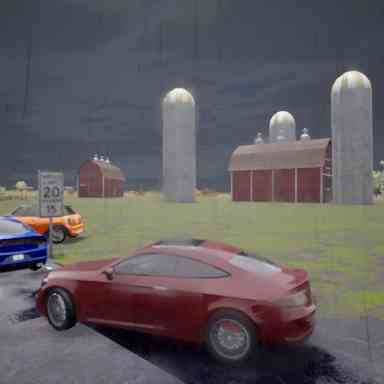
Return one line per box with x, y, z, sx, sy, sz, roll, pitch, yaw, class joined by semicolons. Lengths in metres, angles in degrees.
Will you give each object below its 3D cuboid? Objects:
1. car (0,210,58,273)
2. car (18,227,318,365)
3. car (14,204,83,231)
-6.156;1.481;9.968;5.008;1.535;1.882;0;0;43;car
-0.386;1.530;5.602;4.674;1.442;1.812;0;0;21;car
-7.559;1.371;15.593;4.553;1.767;2.097;0;0;-1;car
